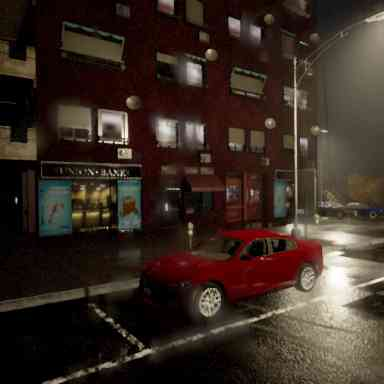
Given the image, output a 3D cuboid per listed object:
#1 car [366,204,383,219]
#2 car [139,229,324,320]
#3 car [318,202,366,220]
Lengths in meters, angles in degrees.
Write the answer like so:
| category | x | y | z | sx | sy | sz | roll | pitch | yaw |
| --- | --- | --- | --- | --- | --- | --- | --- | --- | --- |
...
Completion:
| category | x | y | z | sx | sy | sz | roll | pitch | yaw |
| --- | --- | --- | --- | --- | --- | --- | --- | --- | --- |
| car | 15.682 | 1.702 | 30.821 | 1.895 | 1.301 | 4.718 | -1 | 0 | -35 |
| car | 1.026 | 1.542 | 7.285 | 4.507 | 1.381 | 1.887 | 0 | -1 | -35 |
| car | 12.382 | 1.642 | 29.889 | 2.128 | 1.511 | 4.902 | -1 | 0 | -33 |
